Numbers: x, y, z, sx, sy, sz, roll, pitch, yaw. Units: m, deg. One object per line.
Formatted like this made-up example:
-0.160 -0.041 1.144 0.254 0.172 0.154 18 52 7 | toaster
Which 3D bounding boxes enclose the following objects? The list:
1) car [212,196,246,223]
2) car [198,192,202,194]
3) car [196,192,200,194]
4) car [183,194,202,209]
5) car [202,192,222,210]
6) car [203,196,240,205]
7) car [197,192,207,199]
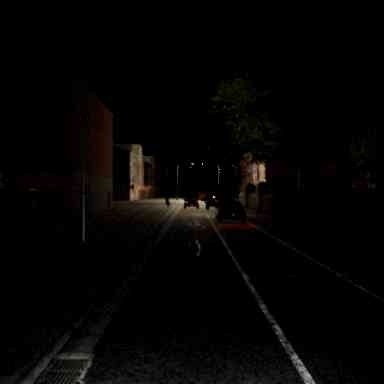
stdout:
2.726 1.327 24.295 1.882 1.535 5.008 0 0 0 | car
2.582 1.213 64.890 1.887 1.381 4.507 1 0 0 | car
2.566 1.164 81.202 1.887 1.381 4.507 1 0 0 | car
-0.091 1.292 40.608 1.812 1.442 4.674 0 0 -2 | car
2.611 1.091 38.459 2.192 1.841 5.009 1 0 0 | car
4.530 1.276 51.277 5.357 1.411 2.033 0 0 -22 | car
2.563 0.920 86.639 2.192 1.841 5.009 1 0 0 | car
